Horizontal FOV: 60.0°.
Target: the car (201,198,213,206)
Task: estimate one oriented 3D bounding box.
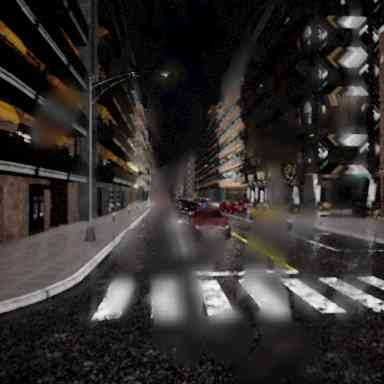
[{"bbox_3d":[2.934,1.992,66.312,2.008,1.369,4.403,0,0,-4],"label":"car"}]

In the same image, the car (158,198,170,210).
[{"bbox_3d":[-4.144,1.917,48.762,1.802,1.307,4.206,0,0,-4],"label":"car"}]

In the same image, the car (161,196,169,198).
[{"bbox_3d":[-5.852,1.824,71.349,2.192,1.841,5.009,0,0,-4],"label":"car"}]

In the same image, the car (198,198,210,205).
[{"bbox_3d":[2.508,2.036,71.958,2.008,1.369,4.403,0,0,-4],"label":"car"}]

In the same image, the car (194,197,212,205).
[{"bbox_3d":[1.640,1.844,49.037,1.812,1.442,4.674,0,0,-5],"label":"car"}]

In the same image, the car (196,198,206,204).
[{"bbox_3d":[2.080,2.073,77.605,1.887,1.381,4.507,0,0,-4],"label":"car"}]

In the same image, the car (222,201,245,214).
[{"bbox_3d":[5.067,1.770,38.082,1.887,1.381,4.507,0,0,-4],"label":"car"}]

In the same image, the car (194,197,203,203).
[{"bbox_3d":[1.653,2.014,83.249,1.967,1.590,4.097,0,0,-4],"label":"car"}]

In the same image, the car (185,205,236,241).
[{"bbox_3d":[0.812,1.632,17.566,1.812,1.442,4.674,0,0,-4],"label":"car"}]

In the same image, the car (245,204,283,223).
[{"bbox_3d":[5.908,1.672,26.962,1.752,1.417,4.829,0,0,-4],"label":"car"}]

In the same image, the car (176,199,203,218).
[{"bbox_3d":[-0.303,1.706,32.392,1.837,1.490,4.892,0,0,-4],"label":"car"}]

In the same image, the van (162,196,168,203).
[{"bbox_3d":[-7.132,1.985,88.287,1.690,1.788,3.998,0,0,-4],"label":"van"}]

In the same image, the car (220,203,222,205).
[{"bbox_3d":[4.641,1.813,43.727,1.887,1.381,4.507,0,0,-4],"label":"car"}]

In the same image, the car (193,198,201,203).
[{"bbox_3d":[1.227,2.202,88.895,1.802,1.307,4.206,0,-1,-4],"label":"car"}]

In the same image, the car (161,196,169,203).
[{"bbox_3d":[-7.560,2.011,93.931,2.192,1.841,5.009,0,-1,-4],"label":"car"}]

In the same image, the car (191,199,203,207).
[{"bbox_3d":[0.867,1.922,59.261,1.812,1.442,4.674,0,0,-4],"label":"car"}]
